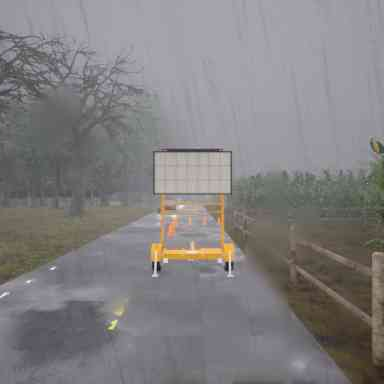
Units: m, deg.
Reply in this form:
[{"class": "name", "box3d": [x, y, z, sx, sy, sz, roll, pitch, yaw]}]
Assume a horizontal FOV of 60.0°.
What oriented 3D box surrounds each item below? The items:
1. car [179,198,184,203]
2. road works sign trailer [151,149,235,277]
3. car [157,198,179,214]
[{"class": "car", "box3d": [-2.599, 1.930, 66.617, 2.128, 1.511, 4.902, 0, -1, 0]}, {"class": "road works sign trailer", "box3d": [0.023, 0.478, 10.272, 2.380, 3.560, 2.880, 0, 0, 0]}, {"class": "car", "box3d": [-2.764, 1.641, 37.489, 1.882, 1.535, 5.008, 0, 0, 0]}]
